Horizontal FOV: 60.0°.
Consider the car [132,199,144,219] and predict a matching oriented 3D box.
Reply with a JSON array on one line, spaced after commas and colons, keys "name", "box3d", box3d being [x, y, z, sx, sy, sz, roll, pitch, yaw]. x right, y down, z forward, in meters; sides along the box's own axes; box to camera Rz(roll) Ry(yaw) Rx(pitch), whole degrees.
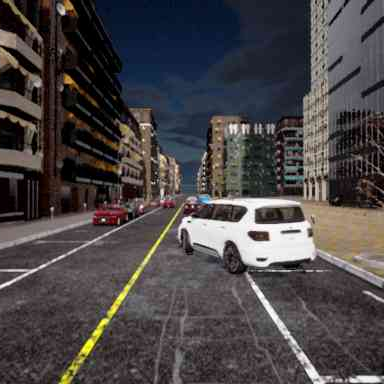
[{"name": "car", "box3d": [-5.711, 1.582, 29.213, 1.947, 1.339, 4.313, 1, 0, 0]}]

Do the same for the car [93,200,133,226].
[{"name": "car", "box3d": [-5.705, 1.558, 23.643, 1.887, 1.381, 4.507, 1, 0, 0]}]

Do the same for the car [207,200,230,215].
[{"name": "car", "box3d": [2.663, 1.570, 34.791, 2.008, 1.369, 4.403, 1, 0, 0]}]

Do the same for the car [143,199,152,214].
[{"name": "car", "box3d": [-5.716, 1.460, 34.783, 1.967, 1.590, 4.097, 1, 0, 0]}]

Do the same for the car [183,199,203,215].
[{"name": "car", "box3d": [0.063, 1.568, 36.260, 2.033, 1.411, 5.357, 0, 0, 0]}]

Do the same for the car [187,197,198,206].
[{"name": "car", "box3d": [0.034, 1.559, 55.785, 1.812, 1.442, 4.674, 0, 0, 0]}]

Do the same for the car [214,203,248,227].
[{"name": "car", "box3d": [2.675, 1.558, 23.651, 1.887, 1.381, 4.507, 1, 0, 0]}]

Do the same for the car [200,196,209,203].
[{"name": "car", "box3d": [2.703, 1.592, 74.489, 1.887, 1.381, 4.507, 1, 0, 0]}]

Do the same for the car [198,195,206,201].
[{"name": "car", "box3d": [2.731, 1.610, 90.489, 2.008, 1.369, 4.403, 1, 0, 0]}]

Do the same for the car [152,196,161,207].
[{"name": "car", "box3d": [-5.736, 1.613, 51.492, 1.802, 1.307, 4.206, 1, 0, 0]}]

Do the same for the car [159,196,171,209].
[{"name": "car", "box3d": [-3.132, 1.628, 46.507, 1.895, 1.301, 4.718, 0, 0, 0]}]

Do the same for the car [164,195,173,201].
[{"name": "car", "box3d": [-5.898, 1.493, 82.674, 1.967, 1.590, 4.097, 1, 0, 0]}]

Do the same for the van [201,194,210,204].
[{"name": "van", "box3d": [2.659, 1.382, 66.028, 1.690, 1.788, 3.998, 1, 0, 0]}]

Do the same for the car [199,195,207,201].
[{"name": "car", "box3d": [2.737, 1.606, 84.919, 2.008, 1.369, 4.403, 1, 0, 0]}]

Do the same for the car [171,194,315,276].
[{"name": "car", "box3d": [1.406, 1.229, 10.770, 2.150, 2.045, 5.566, -1, 1, -23]}]
